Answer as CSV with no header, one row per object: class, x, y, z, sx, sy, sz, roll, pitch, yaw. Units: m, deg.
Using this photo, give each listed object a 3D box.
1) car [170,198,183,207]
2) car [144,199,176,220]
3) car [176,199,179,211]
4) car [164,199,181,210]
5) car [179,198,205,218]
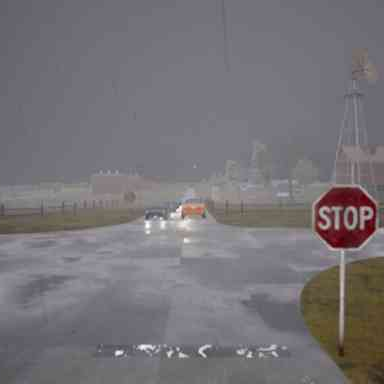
car,-2.729,1.840,58.164,1.994,1.385,4.181,0,-1,0
car,-2.854,1.599,29.067,2.033,1.411,5.357,0,0,1
car,-2.800,1.664,38.362,1.994,1.385,4.181,0,0,0
car,-2.784,1.722,48.186,2.033,1.411,5.357,0,-1,0
car,0.134,1.413,31.240,2.097,1.767,4.553,0,0,0
